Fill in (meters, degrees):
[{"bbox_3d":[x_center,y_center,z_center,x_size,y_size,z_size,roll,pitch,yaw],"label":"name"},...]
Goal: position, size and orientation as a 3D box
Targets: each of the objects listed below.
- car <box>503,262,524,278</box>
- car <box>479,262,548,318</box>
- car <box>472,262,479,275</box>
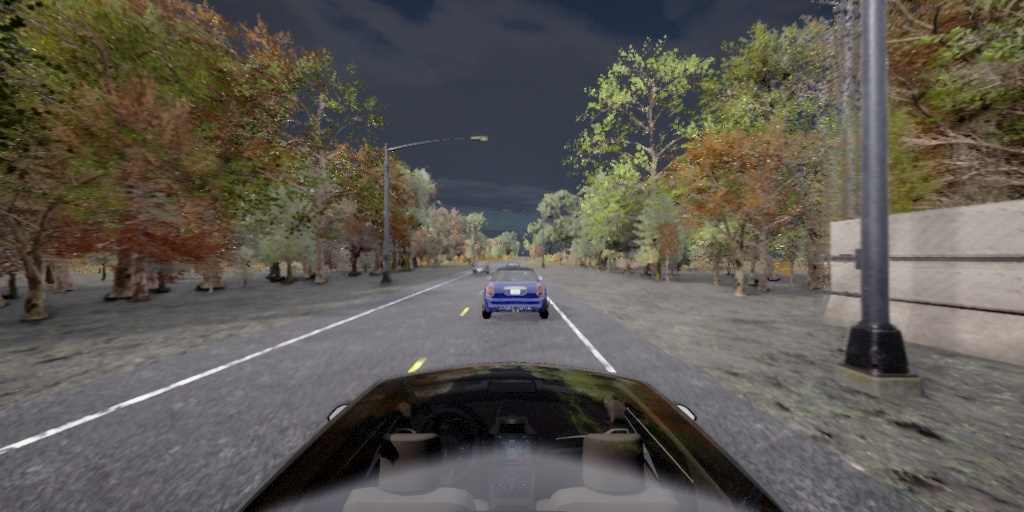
[{"bbox_3d":[0.126,1.399,38.125,2.128,1.511,4.902,0,0,0],"label":"car"},{"bbox_3d":[0.107,1.157,13.364,2.097,1.767,4.553,0,0,0],"label":"car"},{"bbox_3d":[-3.553,1.414,41.868,2.128,1.511,4.902,0,0,0],"label":"car"}]
